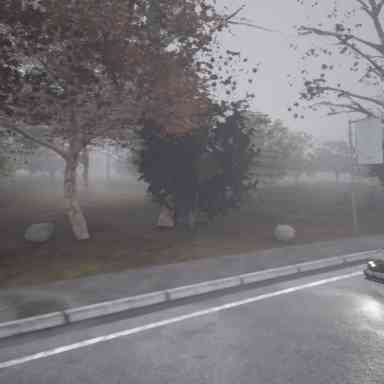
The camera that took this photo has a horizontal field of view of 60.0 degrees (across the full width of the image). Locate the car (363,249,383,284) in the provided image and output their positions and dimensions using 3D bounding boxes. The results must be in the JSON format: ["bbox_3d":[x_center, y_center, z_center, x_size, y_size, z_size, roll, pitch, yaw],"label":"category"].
[{"bbox_3d":[6.479,1.454,7.997,5.357,1.411,2.033,-1,1,-31],"label":"car"}]
